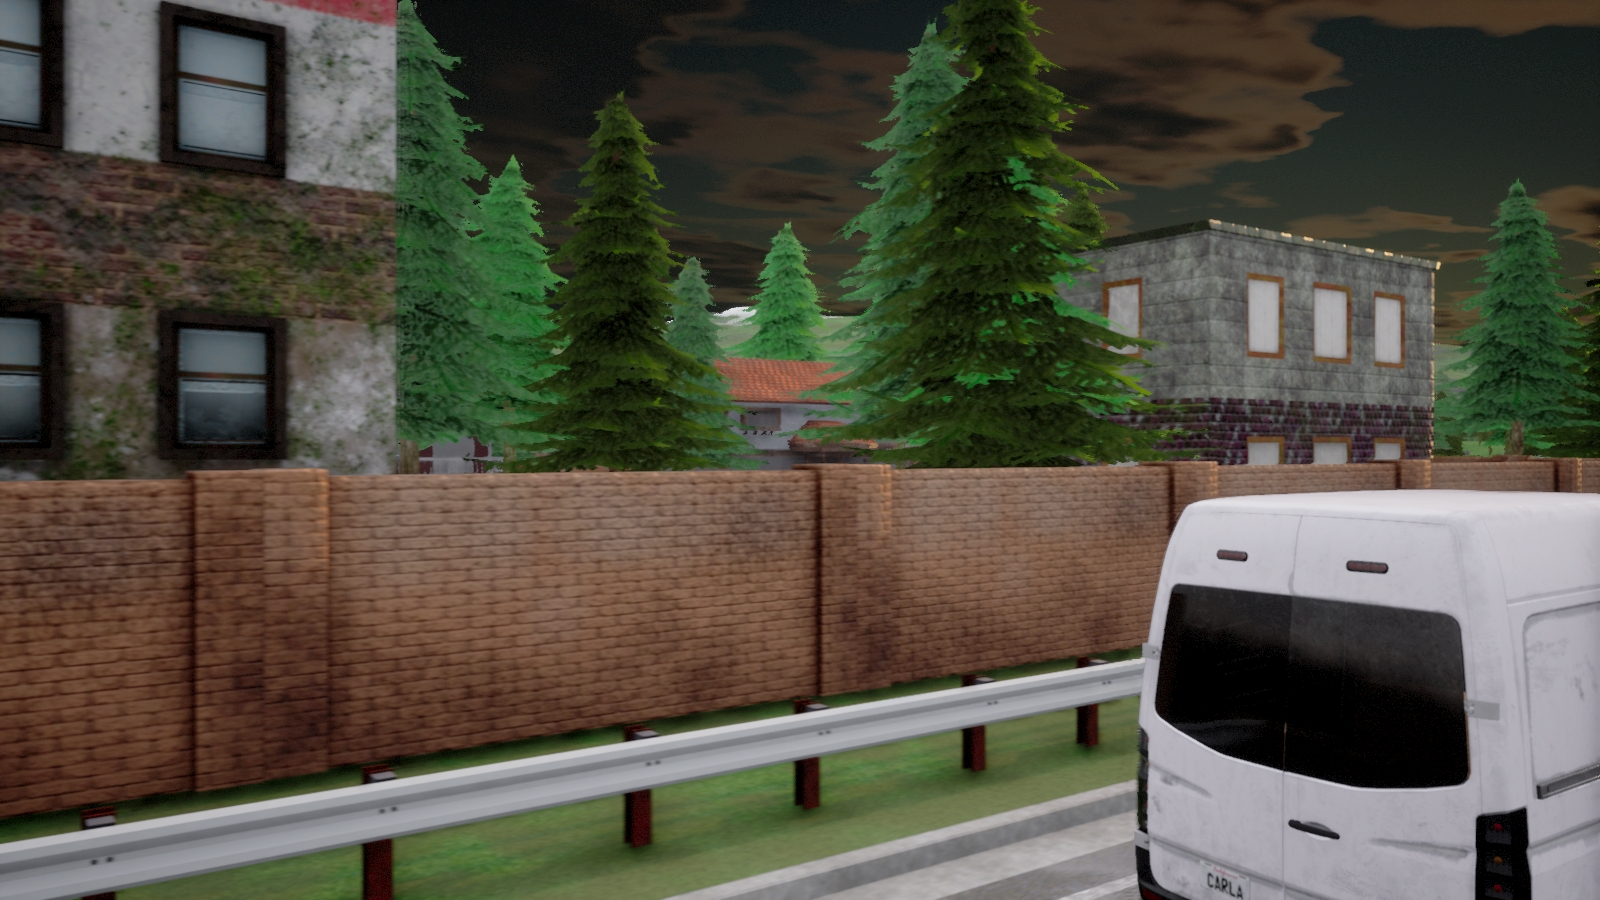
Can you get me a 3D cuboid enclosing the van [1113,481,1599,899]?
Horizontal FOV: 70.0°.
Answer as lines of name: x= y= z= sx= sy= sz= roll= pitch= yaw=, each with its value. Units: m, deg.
van: x=4.689 y=1.534 z=7.071 sx=5.915 sy=2.561 sz=1.988 roll=0 pitch=0 yaw=-35
